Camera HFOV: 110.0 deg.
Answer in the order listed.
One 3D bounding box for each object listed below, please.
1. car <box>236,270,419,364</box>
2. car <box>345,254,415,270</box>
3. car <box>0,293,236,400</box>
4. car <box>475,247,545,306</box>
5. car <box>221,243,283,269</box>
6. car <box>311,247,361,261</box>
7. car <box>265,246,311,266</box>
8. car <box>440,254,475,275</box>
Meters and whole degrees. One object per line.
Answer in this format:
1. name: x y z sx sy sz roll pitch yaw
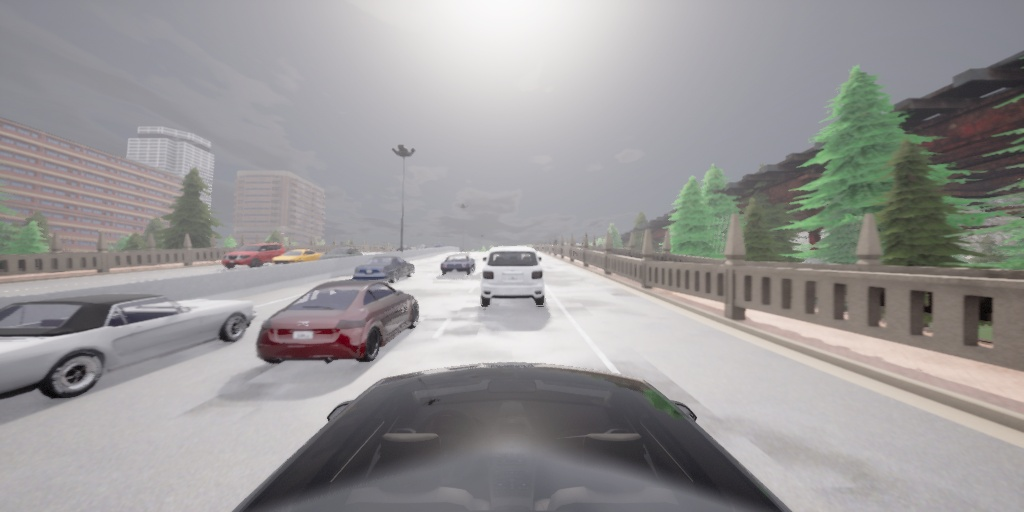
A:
1. car: -3.468 1.219 7.959 1.994 1.385 4.181 0 2 0
2. car: -7.073 0.688 20.283 2.033 1.411 5.357 0 3 0
3. car: -6.968 1.304 6.364 1.895 1.301 4.718 0 1 0
4. car: 0.014 0.641 13.890 2.150 2.045 5.566 0 3 0
5. car: -21.291 -0.052 29.967 2.150 2.045 5.566 0 3 0
6. car: -14.290 0.065 30.005 2.097 1.767 4.553 0 3 0
7. car: -17.788 0.200 29.948 1.882 1.535 5.008 0 3 0
8. car: -3.578 0.538 24.610 1.895 1.301 4.718 0 3 0
